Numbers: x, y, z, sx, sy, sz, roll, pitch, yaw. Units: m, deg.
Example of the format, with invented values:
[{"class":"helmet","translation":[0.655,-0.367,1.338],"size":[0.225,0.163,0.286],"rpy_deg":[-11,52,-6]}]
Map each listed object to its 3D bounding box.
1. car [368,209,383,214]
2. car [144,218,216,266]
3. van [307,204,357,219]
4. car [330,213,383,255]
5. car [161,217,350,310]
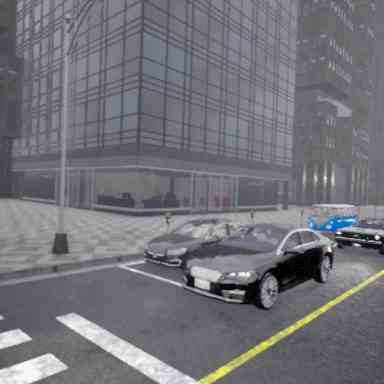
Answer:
[{"class":"car","translation":[15.393,2.012,26.887],"size":[1.887,1.381,4.507],"rpy_deg":[2,0,42]},{"class":"car","translation":[0.478,1.539,10.583],"size":[2.008,1.369,4.403],"rpy_deg":[2,0,42]},{"class":"van","translation":[7.943,1.579,18.734],"size":[1.690,1.788,3.998],"rpy_deg":[2,0,42]},{"class":"car","translation":[8.101,1.864,14.968],"size":[1.895,1.301,4.718],"rpy_deg":[2,0,42]},{"class":"car","translation":[1.854,1.543,8.133],"size":[2.128,1.511,4.902],"rpy_deg":[2,0,42]}]
